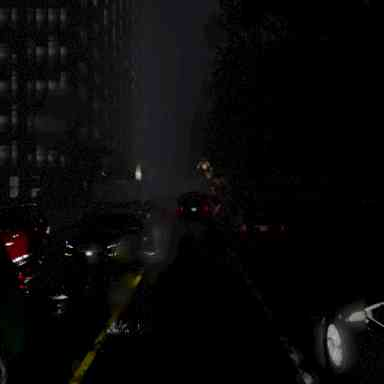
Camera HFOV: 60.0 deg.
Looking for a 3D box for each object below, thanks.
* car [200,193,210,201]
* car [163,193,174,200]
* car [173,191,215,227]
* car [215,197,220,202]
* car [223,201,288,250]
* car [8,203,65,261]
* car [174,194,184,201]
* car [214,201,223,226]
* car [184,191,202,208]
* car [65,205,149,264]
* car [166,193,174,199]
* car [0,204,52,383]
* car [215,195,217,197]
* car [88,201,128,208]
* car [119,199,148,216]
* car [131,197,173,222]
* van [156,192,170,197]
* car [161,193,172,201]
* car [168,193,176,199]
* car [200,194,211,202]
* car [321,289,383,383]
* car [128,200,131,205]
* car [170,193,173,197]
[{"bbox_3d":[2.616,0.985,69.330,1.967,1.590,4.097,0,0,0],"label":"car"},{"bbox_3d":[-5.260,0.946,74.886,1.967,1.590,4.097,0,0,0],"label":"car"},{"bbox_3d":[0.116,1.083,21.731,2.150,2.045,5.566,0,0,0],"label":"car"},{"bbox_3d":[2.584,1.365,25.139,1.752,1.417,4.829,0,0,0],"label":"car"},{"bbox_3d":[2.576,1.352,13.879,1.967,1.590,4.097,0,0,0],"label":"car"},{"bbox_3d":[-5.309,1.262,8.347,2.192,1.841,5.009,0,0,0],"label":"car"},{"bbox_3d":[-2.700,1.096,69.299,1.994,1.385,4.181,0,0,0],"label":"car"},{"bbox_3d":[2.580,1.443,19.425,1.947,1.339,4.313,0,0,0],"label":"car"},{"bbox_3d":[0.123,0.939,43.324,2.150,2.045,5.566,0,0,0],"label":"car"},{"bbox_3d":[-2.839,1.430,11.628,1.837,1.490,4.892,0,1,0],"label":"car"},{"bbox_3d":[-5.256,0.994,80.261,1.752,1.417,4.829,0,0,0],"label":"car"},{"bbox_3d":[-2.846,1.213,1.371,2.150,2.045,5.566,0,0,0],"label":"car"},{"bbox_3d":[2.783,1.208,46.028,1.837,1.490,4.892,0,0,0],"label":"car"},{"bbox_3d":[-5.301,1.317,19.438,1.967,1.590,4.097,0,0,0],"label":"car"},{"bbox_3d":[-5.292,1.371,30.528,1.947,1.339,4.313,0,0,0],"label":"car"},{"bbox_3d":[-2.812,1.337,24.411,2.128,1.511,4.902,0,0,0],"label":"car"},{"bbox_3d":[-5.272,0.962,58.251,1.690,1.788,3.998,0,0,0],"label":"van"},{"bbox_3d":[-5.264,0.985,69.341,1.967,1.590,4.097,0,0,0],"label":"car"},{"bbox_3d":[-5.252,1.010,85.976,1.802,1.307,4.206,0,0,0],"label":"car"},{"bbox_3d":[2.612,1.128,63.786,1.887,1.381,4.507,0,0,0],"label":"car"},{"bbox_3d":[2.568,1.533,2.789,2.008,1.369,4.403,0,0,0],"label":"car"},{"bbox_3d":[-5.297,1.386,24.983,1.887,1.381,4.507,0,0,0],"label":"car"},{"bbox_3d":[-5.268,1.134,63.797,2.008,1.369,4.403,0,0,0],"label":"car"}]
